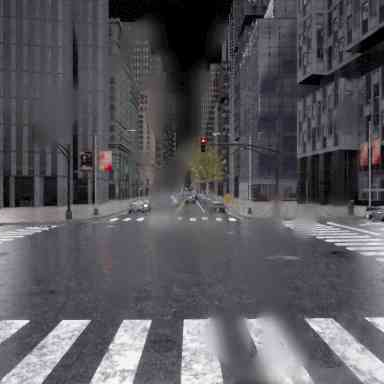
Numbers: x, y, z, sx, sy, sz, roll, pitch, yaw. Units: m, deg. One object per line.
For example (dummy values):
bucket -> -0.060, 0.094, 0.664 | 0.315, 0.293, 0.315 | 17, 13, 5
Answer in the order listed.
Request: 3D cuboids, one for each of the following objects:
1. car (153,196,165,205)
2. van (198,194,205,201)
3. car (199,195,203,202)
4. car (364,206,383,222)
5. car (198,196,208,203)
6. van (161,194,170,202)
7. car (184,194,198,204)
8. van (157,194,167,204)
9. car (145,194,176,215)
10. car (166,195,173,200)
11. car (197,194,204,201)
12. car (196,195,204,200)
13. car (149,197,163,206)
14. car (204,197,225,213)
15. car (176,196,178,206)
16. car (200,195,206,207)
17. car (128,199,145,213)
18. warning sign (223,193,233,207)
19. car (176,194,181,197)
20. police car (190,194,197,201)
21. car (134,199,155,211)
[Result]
car -> -6.023, 1.540, 61.184 | 1.752, 1.417, 4.829 | 0, 0, 0
van -> 2.356, 1.372, 83.790 | 1.690, 1.788, 3.998 | 0, 0, 0
car -> 2.557, 1.561, 52.762 | 2.008, 1.369, 4.403 | 0, 0, 0
car -> 13.527, 1.216, 20.995 | 4.902, 1.511, 2.128 | -1, 0, 1
car -> 2.425, 1.588, 73.213 | 1.947, 1.339, 4.313 | 0, 0, 0
van -> -6.129, 1.367, 77.594 | 1.690, 1.788, 3.998 | 0, 0, 0
car -> -0.287, 1.543, 65.595 | 1.812, 1.442, 4.674 | 0, 0, 0
van -> -6.059, 1.359, 66.767 | 1.690, 1.788, 3.998 | 0, 0, 0
car -> -3.183, 1.226, 34.690 | 2.150, 2.045, 5.566 | 0, 0, 0
car -> -6.233, 1.623, 93.832 | 1.802, 1.307, 4.206 | 0, 0, 0
car -> 2.493, 1.566, 62.634 | 2.008, 1.369, 4.403 | 0, 0, 0
car -> 2.289, 1.592, 94.367 | 2.008, 1.369, 4.403 | 0, 0, 0
car -> -5.989, 1.578, 55.941 | 1.947, 1.339, 4.313 | 0, 0, 0
car -> 2.662, 1.555, 36.429 | 2.008, 1.369, 4.403 | 0, 0, 0
car -> -3.247, 1.608, 44.642 | 1.895, 1.301, 4.718 | 0, 0, 0
car -> 2.592, 1.552, 47.318 | 1.887, 1.381, 4.507 | 0, 0, 0
car -> -5.863, 1.555, 36.377 | 2.008, 1.369, 4.403 | 0, 0, 0
warning sign -> 4.912, 1.122, 45.519 | 1.300, 1.860, 1.060 | 0, 0, 0
car -> -3.301, 1.537, 54.683 | 1.812, 1.442, 4.674 | 0, 0, 0
police car -> 0.452, 1.462, 90.604 | 1.930, 1.638, 5.238 | 0, 0, 0
car -> -5.895, 1.557, 41.370 | 2.008, 1.369, 4.403 | 0, 0, 0
